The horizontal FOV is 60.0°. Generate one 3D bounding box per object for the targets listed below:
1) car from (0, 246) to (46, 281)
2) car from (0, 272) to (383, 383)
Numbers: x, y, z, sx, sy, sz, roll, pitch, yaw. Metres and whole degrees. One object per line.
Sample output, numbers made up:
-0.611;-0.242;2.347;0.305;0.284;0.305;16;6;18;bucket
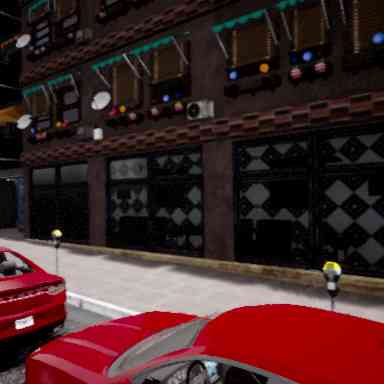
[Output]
-3.953;1.536;5.562;4.507;1.381;1.887;0;-1;36;car
0.549;1.544;2.351;4.507;1.381;1.887;0;-1;36;car
